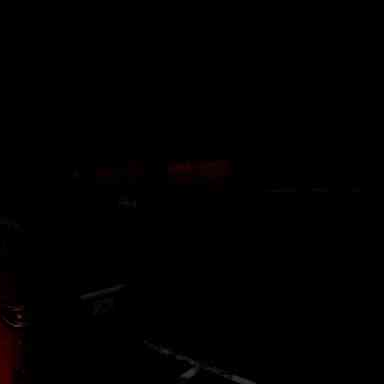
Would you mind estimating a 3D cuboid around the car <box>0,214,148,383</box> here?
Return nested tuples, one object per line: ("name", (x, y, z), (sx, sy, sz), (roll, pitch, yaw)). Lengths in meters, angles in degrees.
("car", (-2.875, 1.240, 4.890), (5.009, 1.841, 2.192), (1, -1, 36))
